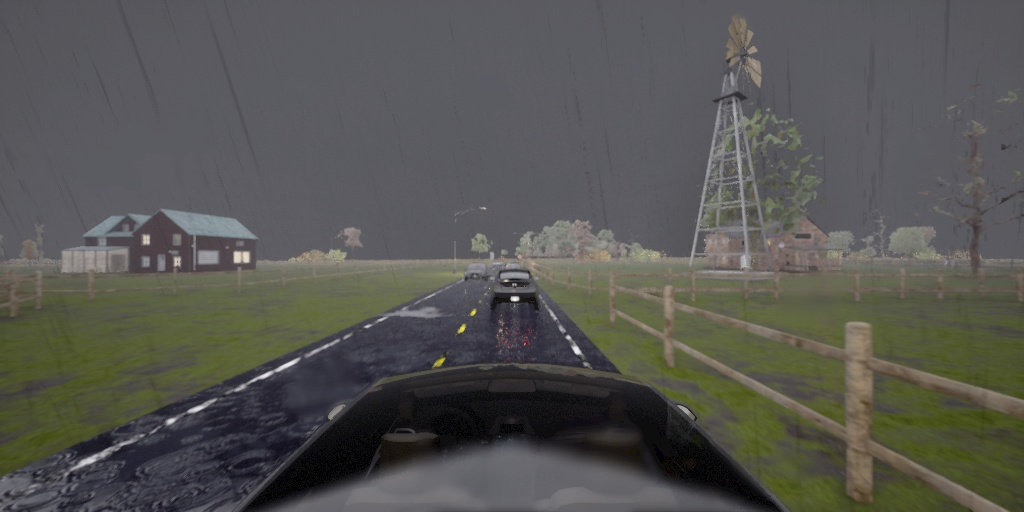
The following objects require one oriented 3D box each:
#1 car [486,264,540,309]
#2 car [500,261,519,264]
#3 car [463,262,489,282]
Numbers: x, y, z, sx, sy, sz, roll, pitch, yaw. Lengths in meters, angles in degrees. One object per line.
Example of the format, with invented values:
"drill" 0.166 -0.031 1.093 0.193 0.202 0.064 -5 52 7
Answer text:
"car" 0.103 1.277 15.125 1.837 1.490 4.892 0 0 0
"car" 0.111 1.351 36.936 2.033 1.411 5.357 0 0 0
"car" -2.836 1.298 29.793 1.837 1.490 4.892 0 0 0
